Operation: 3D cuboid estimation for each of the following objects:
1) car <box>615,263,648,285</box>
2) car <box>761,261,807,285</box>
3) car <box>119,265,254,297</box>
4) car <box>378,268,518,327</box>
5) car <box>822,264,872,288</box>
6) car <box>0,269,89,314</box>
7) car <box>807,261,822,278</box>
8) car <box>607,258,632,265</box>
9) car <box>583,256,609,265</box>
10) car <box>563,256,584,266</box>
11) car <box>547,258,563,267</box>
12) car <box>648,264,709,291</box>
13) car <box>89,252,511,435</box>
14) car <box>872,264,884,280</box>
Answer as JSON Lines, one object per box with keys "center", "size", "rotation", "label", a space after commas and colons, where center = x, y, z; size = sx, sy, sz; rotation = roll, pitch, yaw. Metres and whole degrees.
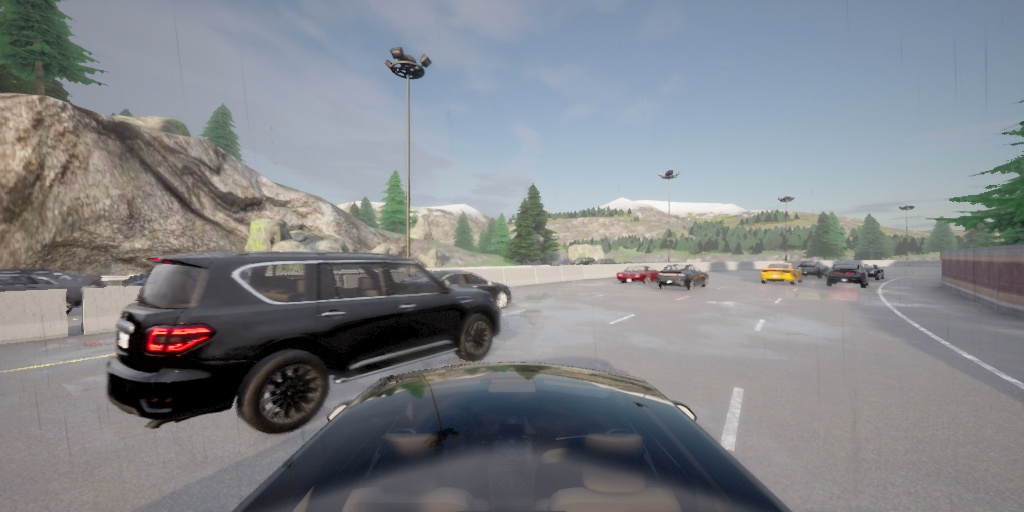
{"center": [9.510, 1.351, 26.032], "size": [1.895, 1.301, 4.718], "rotation": [0, 0, 43], "label": "car"}
{"center": [19.817, 1.228, 26.289], "size": [5.008, 1.535, 1.882], "rotation": [0, 0, -44], "label": "car"}
{"center": [-18.181, 1.297, 20.364], "size": [2.033, 1.411, 5.357], "rotation": [0, 0, 35], "label": "car"}
{"center": [-1.962, 1.254, 12.533], "size": [1.837, 1.490, 4.892], "rotation": [0, 0, 37], "label": "car"}
{"center": [22.501, 1.255, 24.011], "size": [4.892, 1.490, 1.837], "rotation": [0, 0, -43], "label": "car"}
{"center": [-16.160, 1.241, 10.821], "size": [2.128, 1.511, 4.902], "rotation": [0, 0, 33], "label": "car"}
{"center": [27.777, 1.241, 33.140], "size": [4.902, 1.511, 2.128], "rotation": [0, 0, -39], "label": "car"}
{"center": [14.323, 1.326, 45.047], "size": [4.181, 1.385, 1.994], "rotation": [0, 0, -40], "label": "car"}
{"center": [12.142, 1.109, 47.786], "size": [4.553, 1.767, 2.097], "rotation": [0, 0, -40], "label": "car"}
{"center": [9.910, 0.823, 50.482], "size": [4.553, 1.767, 2.097], "rotation": [0, 0, -40], "label": "car"}
{"center": [7.655, 1.007, 53.159], "size": [5.357, 1.411, 2.033], "rotation": [0, 0, -40], "label": "car"}
{"center": [10.528, 1.243, 21.985], "size": [2.128, 1.511, 4.902], "rotation": [0, 0, 43], "label": "car"}
{"center": [-2.485, 0.970, 5.902], "size": [2.150, 2.045, 5.566], "rotation": [0, 0, 34], "label": "car"}
{"center": [30.456, 1.351, 30.827], "size": [4.718, 1.301, 1.895], "rotation": [0, 0, -39], "label": "car"}
